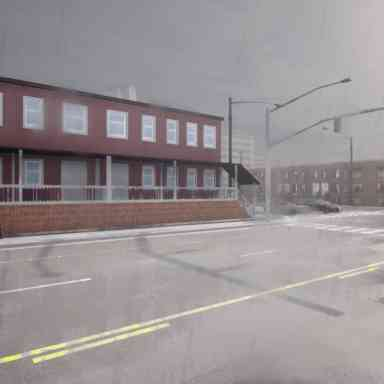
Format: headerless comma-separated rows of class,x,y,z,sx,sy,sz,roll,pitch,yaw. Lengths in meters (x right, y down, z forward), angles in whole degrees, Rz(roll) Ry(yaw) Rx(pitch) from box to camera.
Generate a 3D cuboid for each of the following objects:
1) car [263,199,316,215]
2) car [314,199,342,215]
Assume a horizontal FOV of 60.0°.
car,9.405,1.578,33.012,1.895,1.301,4.718,0,0,-33
car,12.991,1.476,34.399,2.128,1.511,4.902,0,0,-37
